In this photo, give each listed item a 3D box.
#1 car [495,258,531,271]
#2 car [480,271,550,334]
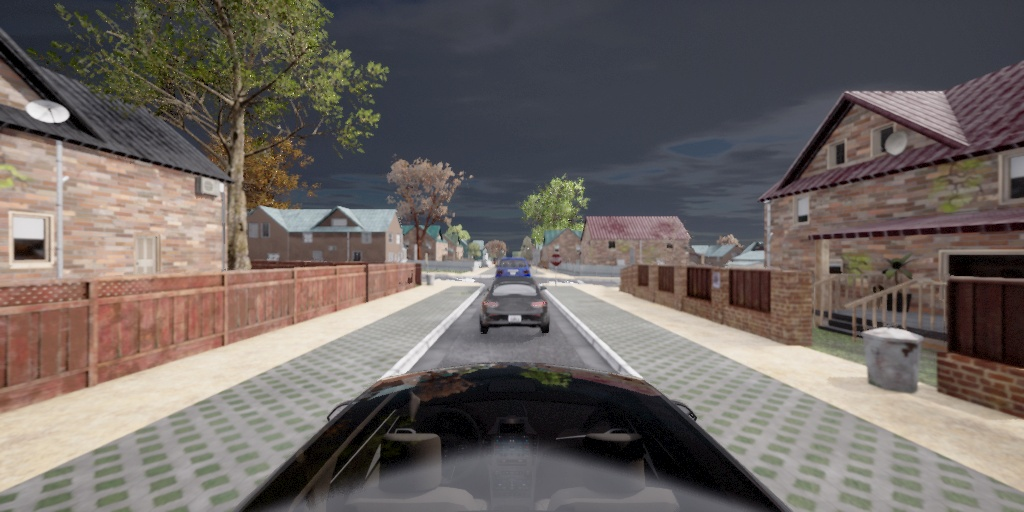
[{"bbox_3d":[0.073,1.133,23.512,2.150,2.045,5.566,0,0,0],"label":"car"},{"bbox_3d":[0.081,1.340,10.788,1.812,1.442,4.674,0,-1,0],"label":"car"}]
